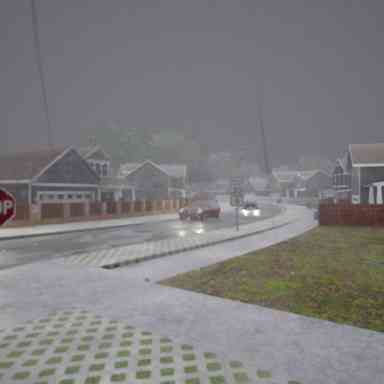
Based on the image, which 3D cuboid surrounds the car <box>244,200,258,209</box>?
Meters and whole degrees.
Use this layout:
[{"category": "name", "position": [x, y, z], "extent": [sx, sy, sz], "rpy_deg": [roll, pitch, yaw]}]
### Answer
[{"category": "car", "position": [8.521, 1.779, 47.926], "extent": [1.895, 1.301, 4.718], "rpy_deg": [0, 0, 13]}]

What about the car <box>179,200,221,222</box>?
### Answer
[{"category": "car", "position": [0.734, 1.449, 27.382], "extent": [2.097, 1.767, 4.553], "rpy_deg": [0, 0, 27]}]
